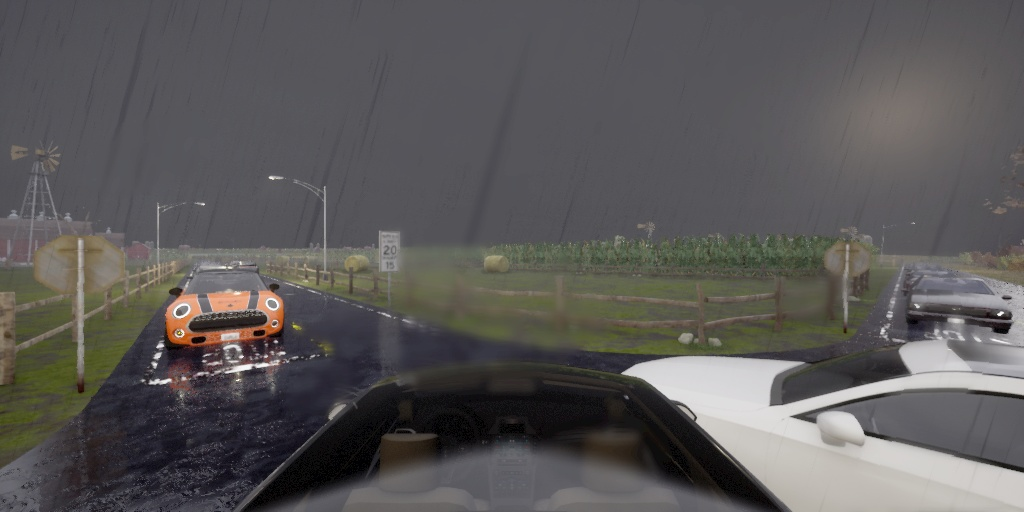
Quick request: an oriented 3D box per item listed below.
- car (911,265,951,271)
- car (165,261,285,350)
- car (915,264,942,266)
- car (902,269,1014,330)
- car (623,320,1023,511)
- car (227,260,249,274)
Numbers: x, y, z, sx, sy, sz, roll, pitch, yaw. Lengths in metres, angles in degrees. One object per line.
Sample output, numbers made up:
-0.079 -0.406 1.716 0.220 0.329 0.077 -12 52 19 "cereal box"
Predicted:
21.049 1.361 17.871 4.181 1.385 1.994 0 1 -43 "car"
-7.466 1.136 9.427 2.097 1.767 4.553 0 0 -39 "car"
28.689 1.305 24.778 4.902 1.511 2.128 0 1 -42 "car"
13.641 1.333 11.164 5.357 1.411 2.033 0 1 -42 "car"
2.861 1.293 2.215 1.812 1.442 4.674 0 1 -43 "car"
-33.212 1.265 43.388 1.837 1.490 4.892 0 0 -41 "car"
